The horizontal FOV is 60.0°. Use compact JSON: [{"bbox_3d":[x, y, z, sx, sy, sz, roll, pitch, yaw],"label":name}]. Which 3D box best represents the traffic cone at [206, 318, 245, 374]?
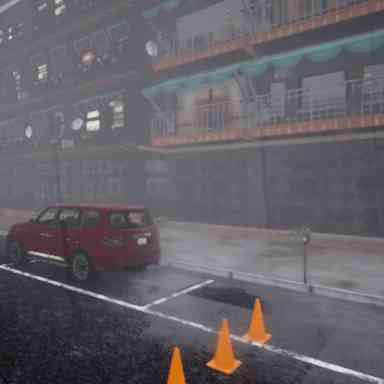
[{"bbox_3d":[0.414,1.931,4.294,0.340,0.580,0.340,1,1,36],"label":"traffic cone"}]

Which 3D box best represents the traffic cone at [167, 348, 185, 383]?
[{"bbox_3d":[-0.169,1.930,3.481,0.340,0.580,0.340,1,1,36],"label":"traffic cone"}]

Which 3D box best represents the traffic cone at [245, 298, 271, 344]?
[{"bbox_3d":[0.998,1.933,5.106,0.340,0.580,0.340,1,1,36],"label":"traffic cone"}]

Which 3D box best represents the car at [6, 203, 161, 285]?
[{"bbox_3d":[-3.122,1.209,9.255,5.009,1.841,2.192,1,0,36],"label":"car"}]
